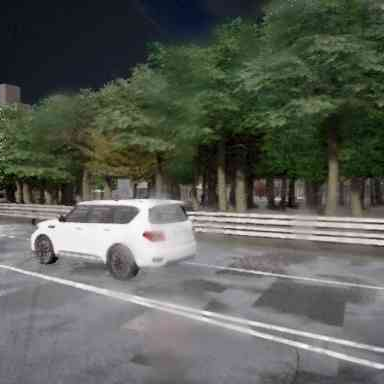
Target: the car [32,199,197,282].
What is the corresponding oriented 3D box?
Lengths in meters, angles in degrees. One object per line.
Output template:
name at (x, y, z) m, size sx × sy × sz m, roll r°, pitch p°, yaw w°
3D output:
car at (-2.491, 1.227, 10.062) m, size 5.566 × 2.045 × 2.150 m, roll 0°, pitch 0°, yaw 34°
